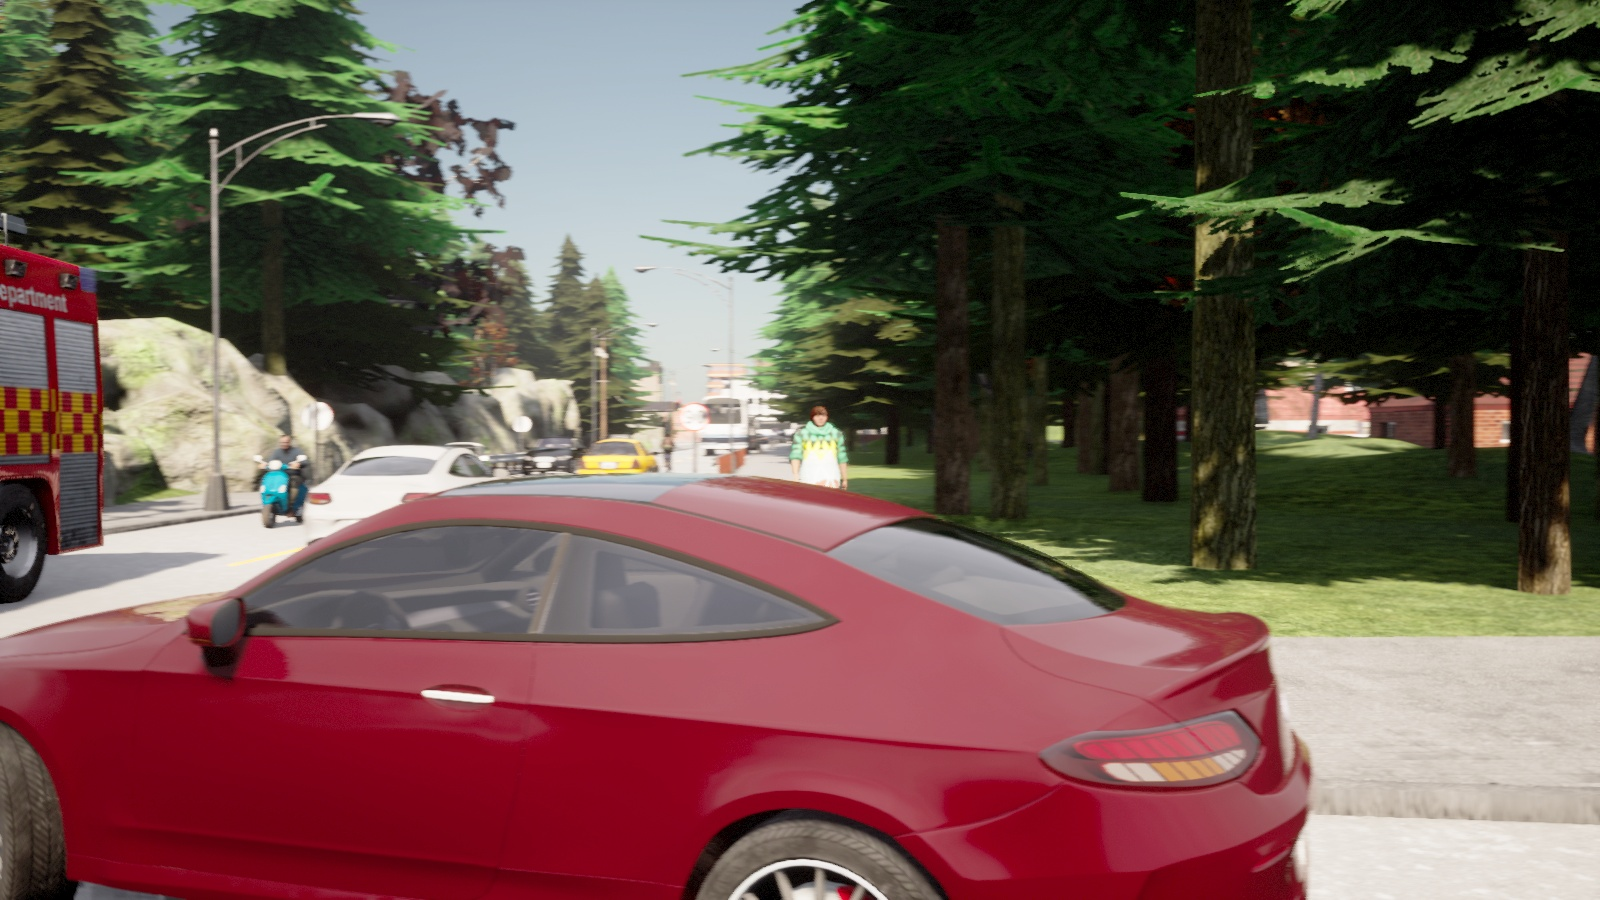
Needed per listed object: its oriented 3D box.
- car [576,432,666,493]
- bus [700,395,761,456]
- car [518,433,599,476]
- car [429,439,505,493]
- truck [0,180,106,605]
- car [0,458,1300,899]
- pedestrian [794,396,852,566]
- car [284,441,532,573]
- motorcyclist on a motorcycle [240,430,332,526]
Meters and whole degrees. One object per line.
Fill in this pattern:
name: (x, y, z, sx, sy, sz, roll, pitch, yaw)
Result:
car: (-4.933, 0.291, 35.302, 1.801, 1.575, 5.366, 0, 1, 0)
bus: (-5.057, -1.771, 93.589, 3.944, 4.253, 10.273, 0, 1, 0)
car: (-8.994, 0.136, 47.144, 2.128, 1.511, 4.902, 0, 1, 0)
car: (-8.926, 0.406, 33.779, 1.481, 1.376, 2.207, 0, 0, 0)
truck: (-8.464, -0.494, 9.026, 2.891, 3.827, 8.468, 0, 1, -5)
car: (-0.868, 0.796, 4.217, 4.674, 1.442, 1.812, 1, 1, 23)
pedestrian: (0.264, 0.347, 14.885, 0.659, 1.952, 0.873, 0, 1, 0)
car: (-4.870, 0.619, 16.363, 1.812, 1.442, 4.674, 0, 1, -1)
motorcyclist on a motorcycle: (-8.865, 0.458, 21.748, 0.866, 1.590, 1.817, 0, 1, 0)
